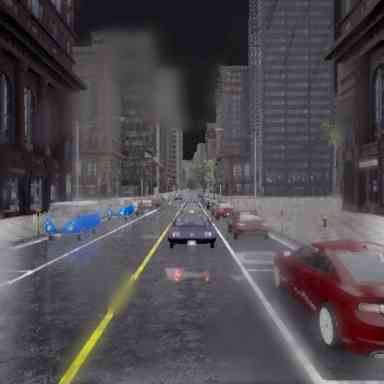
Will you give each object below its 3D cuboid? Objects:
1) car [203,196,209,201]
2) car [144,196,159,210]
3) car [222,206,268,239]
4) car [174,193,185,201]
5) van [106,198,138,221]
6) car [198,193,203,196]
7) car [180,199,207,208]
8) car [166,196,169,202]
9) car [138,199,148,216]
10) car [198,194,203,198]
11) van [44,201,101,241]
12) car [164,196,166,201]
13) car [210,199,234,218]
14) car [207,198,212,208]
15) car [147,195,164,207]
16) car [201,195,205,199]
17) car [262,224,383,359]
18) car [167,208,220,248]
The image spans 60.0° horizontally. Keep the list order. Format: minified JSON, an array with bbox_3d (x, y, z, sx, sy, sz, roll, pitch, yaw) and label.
[{"bbox_3d":[2.764,1.584,43.854,1.947,1.339,4.313,0,0,0],"label":"car"},{"bbox_3d":[-5.761,1.600,42.895,1.802,1.307,4.206,0,0,0],"label":"car"},{"bbox_3d":[2.764,1.585,16.857,1.802,1.307,4.206,0,0,0],"label":"car"},{"bbox_3d":[-2.999,1.461,75.881,1.895,1.301,4.718,0,0,0],"label":"car"},{"bbox_3d":[-5.761,1.350,26.992,1.690,1.788,3.998,0,0,0],"label":"van"},{"bbox_3d":[2.767,1.547,72.820,1.947,1.339,4.313,0,0,0],"label":"car"},{"bbox_3d":[0.000,1.584,29.651,1.994,1.385,4.181,0,0,0],"label":"car"},{"bbox_3d":[-7.497,1.383,66.901,4.403,1.369,2.008,-1,1,-9],"label":"car"},{"bbox_3d":[-5.761,1.594,32.293,1.802,1.307,4.206,0,0,0],"label":"car"},{"bbox_3d":[2.766,1.565,65.455,1.947,1.339,4.313,0,0,0],"label":"car"},{"bbox_3d":[-5.761,1.344,16.391,1.690,1.788,3.998,0,0,0],"label":"van"},{"bbox_3d":[-5.760,1.455,53.497,1.967,1.590,4.097,0,0,0],"label":"car"},{"bbox_3d":[2.764,1.554,27.655,1.887,1.381,4.507,0,0,0],"label":"car"},{"bbox_3d":[2.764,1.579,33.055,1.947,1.339,4.313,0,0,0],"label":"car"},{"bbox_3d":[-5.761,1.334,48.195,2.192,1.841,5.009,0,0,0],"label":"car"},{"bbox_3d":[2.765,1.596,54.653,1.802,1.307,4.206,0,0,0],"label":"car"},{"bbox_3d":[2.764,1.542,6.058,1.887,1.381,4.507,0,0,0],"label":"car"},{"bbox_3d":[0.000,1.619,14.680,1.895,1.301,4.718,0,0,0],"label":"car"}]
